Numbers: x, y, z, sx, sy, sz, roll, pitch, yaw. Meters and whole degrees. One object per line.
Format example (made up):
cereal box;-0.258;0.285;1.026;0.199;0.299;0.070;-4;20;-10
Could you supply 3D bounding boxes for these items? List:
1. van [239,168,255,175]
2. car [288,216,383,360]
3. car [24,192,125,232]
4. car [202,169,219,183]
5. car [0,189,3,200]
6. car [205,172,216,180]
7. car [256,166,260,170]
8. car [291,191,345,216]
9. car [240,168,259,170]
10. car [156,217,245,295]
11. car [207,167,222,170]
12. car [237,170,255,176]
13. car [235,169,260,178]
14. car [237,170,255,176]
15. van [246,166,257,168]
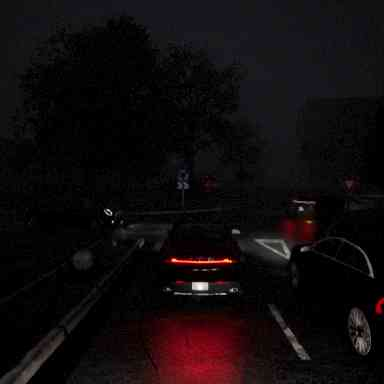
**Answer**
van;15.362;-5.707;92.902;4.442;1.987;1.878;1;6;11
car;3.157;1.457;5.878;2.128;1.511;4.902;0;1;0
car;-5.636;0.868;16.270;4.553;1.767;2.097;0;4;6
car;3.416;-2.827;62.464;2.150;2.045;5.566;0;5;0
car;-17.869;0.181;28.542;2.033;1.411;5.357;-1;4;-16
car;4.050;-3.504;72.801;1.837;1.490;4.892;1;5;9
car;13.860;-4.960;85.025;5.566;2.045;2.435;1;6;10
car;8.054;0.666;21.028;2.128;1.511;4.902;4;6;44
car;12.983;-4.318;79.630;4.553;1.767;2.185;1;5;9
car;0.217;1.410;8.512;1.837;1.490;4.892;0;2;2
car;5.478;-4.545;82.255;2.097;1.767;4.553;1;6;9
car;14.741;-5.182;90.297;4.674;1.452;2.002;1;6;11
car;12.503;-3.935;76.941;4.892;1.521;2.231;1;5;9
car;14.254;-4.941;87.739;4.792;1.488;2.163;1;6;10
van;13.280;-4.678;82.353;4.442;1.987;1.878;1;5;9
